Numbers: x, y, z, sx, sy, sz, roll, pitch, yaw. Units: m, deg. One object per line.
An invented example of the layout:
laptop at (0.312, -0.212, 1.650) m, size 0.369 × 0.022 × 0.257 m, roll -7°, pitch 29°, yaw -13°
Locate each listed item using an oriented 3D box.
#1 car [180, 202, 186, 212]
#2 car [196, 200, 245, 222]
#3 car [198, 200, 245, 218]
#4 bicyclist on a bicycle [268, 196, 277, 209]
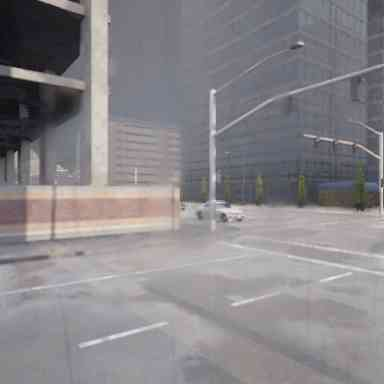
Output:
car at (-2.554, 1.505, 38.671) m, size 1.837 × 1.490 × 4.892 m, roll 0°, pitch 0°, yaw -36°
car at (2.127, 1.526, 26.285) m, size 1.812 × 1.442 × 4.674 m, roll 0°, pitch 0°, yaw -36°
car at (2.696, 1.526, 31.458) m, size 1.812 × 1.442 × 4.674 m, roll 0°, pitch 0°, yaw -36°
bicyclist on a bicycle at (10.093, 1.302, 41.654) m, size 1.656 × 1.620 × 0.582 m, roll 0°, pitch 0°, yaw -36°
